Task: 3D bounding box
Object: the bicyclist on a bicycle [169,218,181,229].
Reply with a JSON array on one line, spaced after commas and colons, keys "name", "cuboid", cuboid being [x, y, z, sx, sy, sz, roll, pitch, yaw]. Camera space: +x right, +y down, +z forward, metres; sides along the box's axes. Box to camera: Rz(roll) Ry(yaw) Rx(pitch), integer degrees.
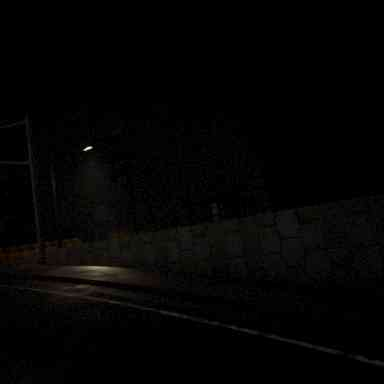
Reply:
[{"name": "bicyclist on a bicycle", "cuboid": [-1.346, 2.914, 27.281, 1.656, 1.620, 0.582, -14, -8, 35]}]
